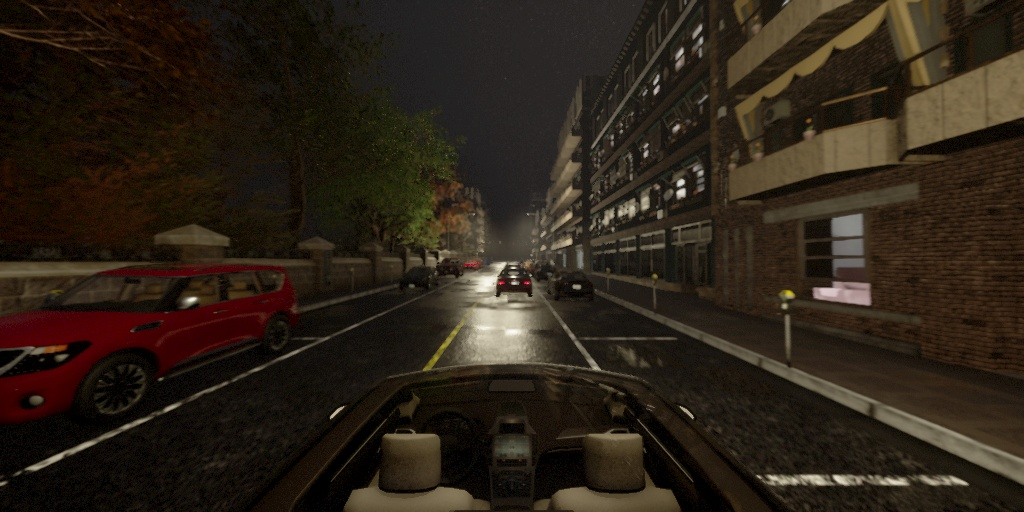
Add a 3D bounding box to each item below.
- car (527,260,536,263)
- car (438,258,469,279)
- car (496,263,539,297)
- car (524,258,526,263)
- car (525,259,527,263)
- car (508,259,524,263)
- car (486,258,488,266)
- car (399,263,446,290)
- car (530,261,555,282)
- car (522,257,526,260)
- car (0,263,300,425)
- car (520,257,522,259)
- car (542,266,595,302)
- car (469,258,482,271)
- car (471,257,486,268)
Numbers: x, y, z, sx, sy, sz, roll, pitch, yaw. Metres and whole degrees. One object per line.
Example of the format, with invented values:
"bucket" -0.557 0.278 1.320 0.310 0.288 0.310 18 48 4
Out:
"car" 2.695 1.208 33.569 1.967 1.591 4.097 0 0 0
"car" -5.686 1.083 33.570 2.192 1.841 5.009 0 0 0
"car" 0.103 1.308 19.148 2.033 1.411 5.357 0 0 0
"car" 2.695 1.301 44.786 1.751 1.417 4.829 0 0 0
"car" 2.695 1.317 39.091 1.888 1.381 4.507 0 0 0
"car" 0.105 1.375 42.231 1.895 1.301 4.718 0 0 0
"car" -5.685 1.331 61.187 1.888 1.381 4.507 0 0 0
"car" -5.687 1.328 22.523 1.948 1.339 4.313 0 0 0
"car" 2.694 1.331 28.046 1.948 1.339 4.313 0 0 0
"car" 2.696 1.219 50.140 1.967 1.591 4.097 0 0 0
"car" -5.688 1.067 5.953 2.192 1.841 5.009 0 0 0
"car" 2.696 1.311 61.356 1.751 1.417 4.829 0 0 0
"car" 2.692 1.325 16.998 1.948 1.339 4.313 0 0 0
"car" -5.685 1.324 50.140 1.888 1.381 4.507 0 0 0
"car" -5.685 1.097 55.663 2.192 1.841 5.009 0 0 0
